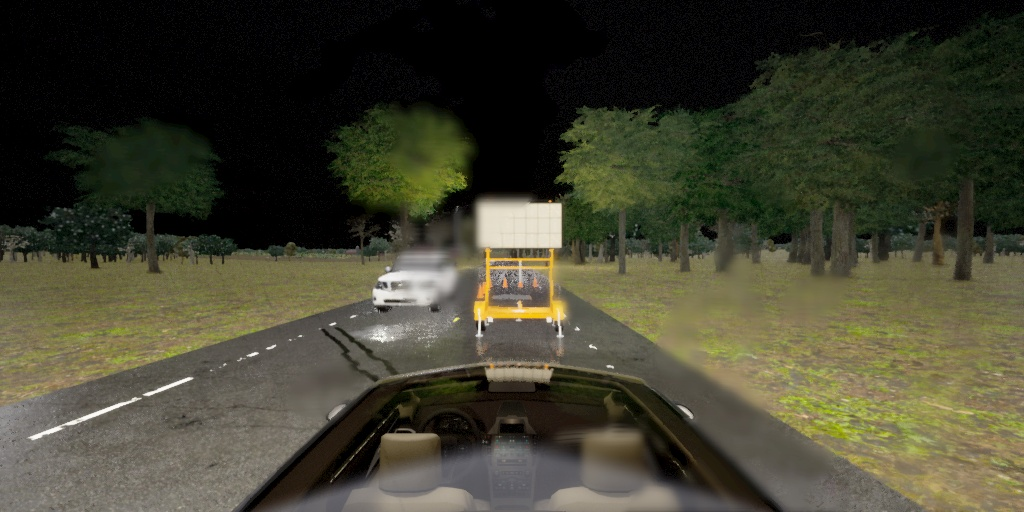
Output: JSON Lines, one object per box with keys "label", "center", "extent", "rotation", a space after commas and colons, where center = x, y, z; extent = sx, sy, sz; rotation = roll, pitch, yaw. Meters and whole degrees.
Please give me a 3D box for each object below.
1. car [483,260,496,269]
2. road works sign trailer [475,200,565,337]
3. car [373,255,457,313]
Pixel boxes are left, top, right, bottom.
{"label": "car", "center": [-3.486, 1.275, 56.416], "extent": [2.128, 1.511, 4.902], "rotation": [0, 0, 0]}
{"label": "road works sign trailer", "center": [0.239, 0.210, 10.251], "extent": [2.380, 3.560, 2.880], "rotation": [0, 0, 2]}
{"label": "car", "center": [-3.573, 0.966, 14.317], "extent": [2.150, 2.045, 5.566], "rotation": [0, 0, 0]}
